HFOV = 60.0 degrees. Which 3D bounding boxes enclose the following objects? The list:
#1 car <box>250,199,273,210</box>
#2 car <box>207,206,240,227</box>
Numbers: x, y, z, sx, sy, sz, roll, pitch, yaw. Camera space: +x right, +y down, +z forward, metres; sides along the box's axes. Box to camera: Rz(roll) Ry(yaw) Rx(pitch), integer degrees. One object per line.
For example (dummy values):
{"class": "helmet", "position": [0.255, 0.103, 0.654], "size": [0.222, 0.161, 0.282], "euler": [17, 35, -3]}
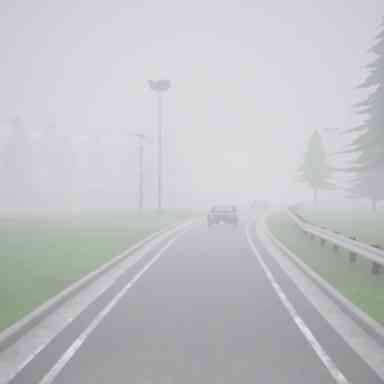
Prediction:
{"class": "car", "position": [8.855, 1.546, 41.725], "size": [1.895, 1.301, 4.718], "euler": [0, 0, 26]}
{"class": "car", "position": [2.269, 1.569, 22.633], "size": [1.895, 1.301, 4.718], "euler": [0, 0, 11]}
